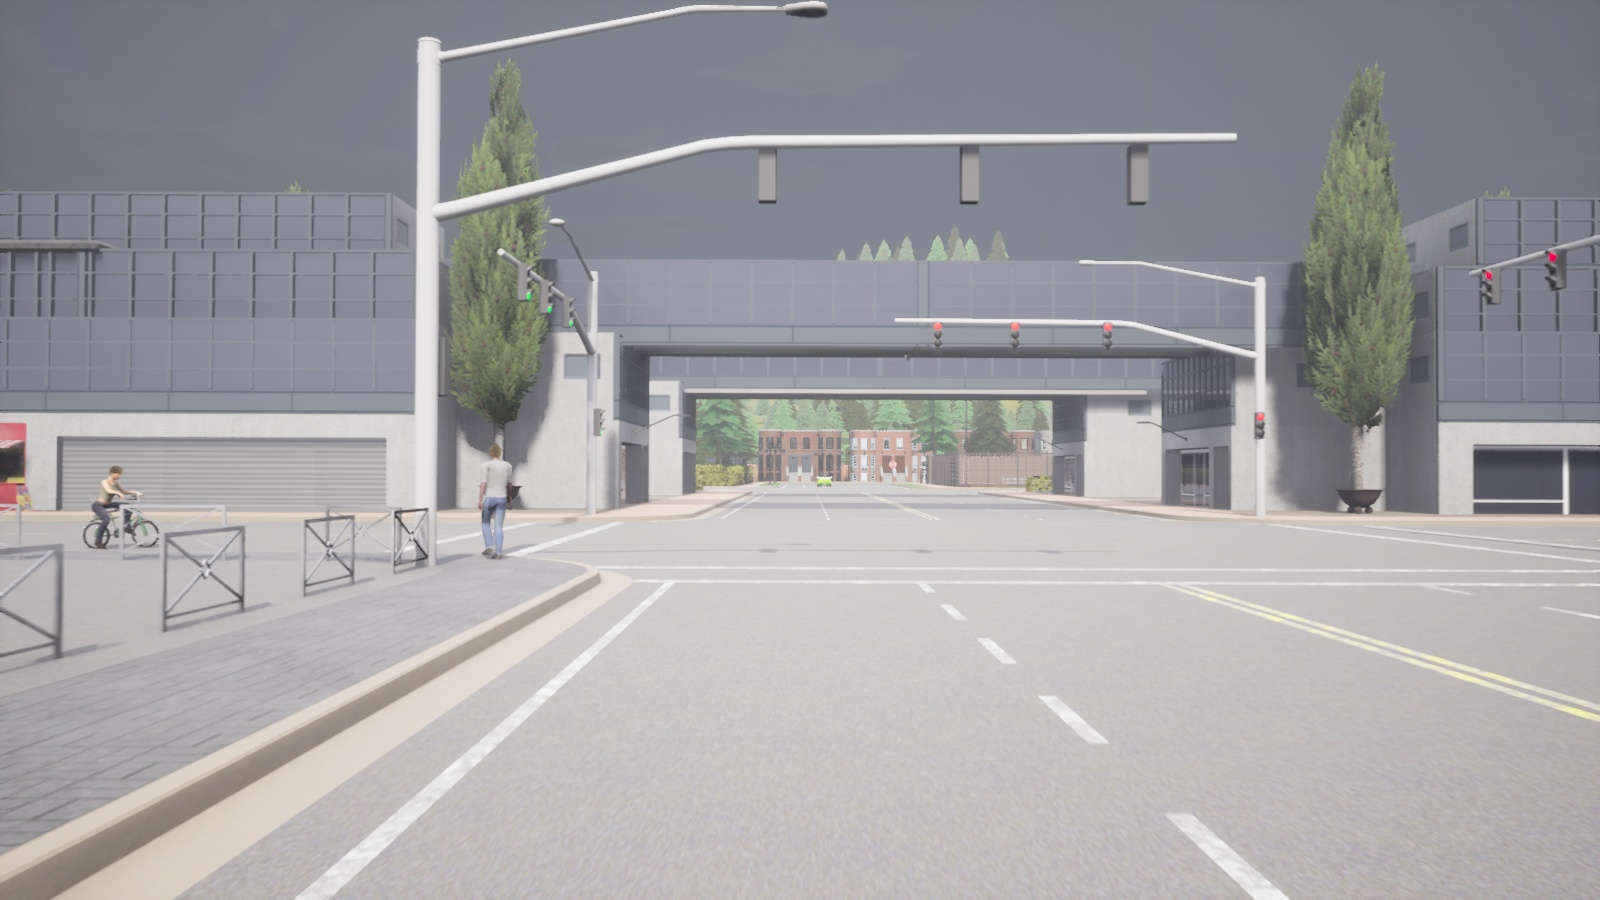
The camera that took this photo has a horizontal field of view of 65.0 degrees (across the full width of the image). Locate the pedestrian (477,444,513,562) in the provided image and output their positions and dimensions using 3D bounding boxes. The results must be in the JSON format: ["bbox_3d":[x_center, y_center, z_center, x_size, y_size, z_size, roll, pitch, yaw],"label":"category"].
[{"bbox_3d":[-4.842,0.826,19.911,0.354,1.836,0.706,0,-1,-32],"label":"pedestrian"}]

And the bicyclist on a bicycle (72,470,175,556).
[{"bbox_3d":[-13.127,1.211,24.400,1.509,1.612,0.866,-2,-1,1],"label":"bicyclist on a bicycle"}]
